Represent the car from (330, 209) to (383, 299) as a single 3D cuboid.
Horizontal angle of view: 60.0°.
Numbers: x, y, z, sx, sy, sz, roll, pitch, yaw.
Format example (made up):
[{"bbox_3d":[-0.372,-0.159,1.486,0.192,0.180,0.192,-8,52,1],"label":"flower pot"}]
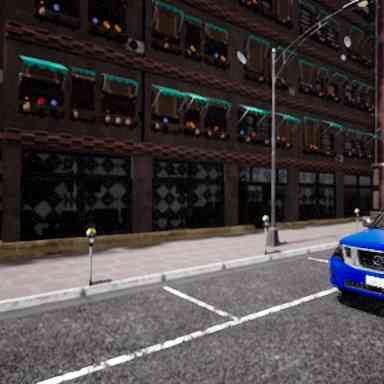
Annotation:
[{"bbox_3d":[5.357,1.153,7.298,5.566,2.045,2.150,-1,0,-36],"label":"car"}]
